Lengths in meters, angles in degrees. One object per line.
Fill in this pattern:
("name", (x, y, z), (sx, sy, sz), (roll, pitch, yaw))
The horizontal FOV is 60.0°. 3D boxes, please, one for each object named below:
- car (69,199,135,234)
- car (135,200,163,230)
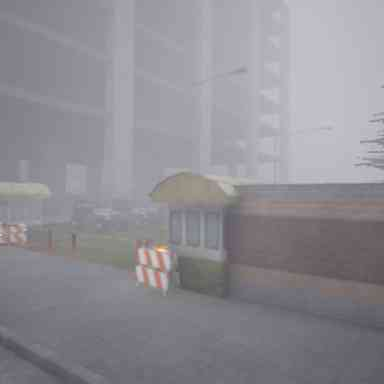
("car", (-5.656, 1.397, 19.976), (3.866, 1.878, 1.905), (0, -1, 37))
("car", (-3.895, 1.450, 22.332), (3.866, 1.878, 1.905), (0, -1, 37))
